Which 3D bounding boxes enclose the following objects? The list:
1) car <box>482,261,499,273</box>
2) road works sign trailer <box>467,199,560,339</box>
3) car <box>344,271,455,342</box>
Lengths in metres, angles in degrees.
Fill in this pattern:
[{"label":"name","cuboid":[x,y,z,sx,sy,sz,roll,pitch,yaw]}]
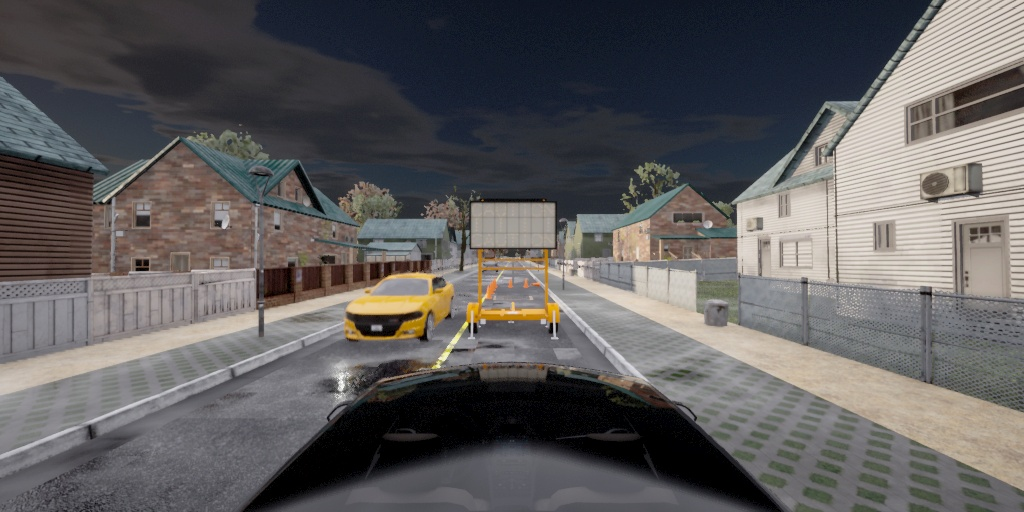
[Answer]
[{"label":"car","cuboid":[-2.611,1.282,42.637,1.812,1.442,4.674,0,0,0]},{"label":"road works sign trailer","cuboid":[0.032,0.218,10.017,2.380,3.560,2.880,0,0,0]},{"label":"car","cuboid":[-2.819,1.231,9.981,1.882,1.535,5.008,0,0,0]}]
